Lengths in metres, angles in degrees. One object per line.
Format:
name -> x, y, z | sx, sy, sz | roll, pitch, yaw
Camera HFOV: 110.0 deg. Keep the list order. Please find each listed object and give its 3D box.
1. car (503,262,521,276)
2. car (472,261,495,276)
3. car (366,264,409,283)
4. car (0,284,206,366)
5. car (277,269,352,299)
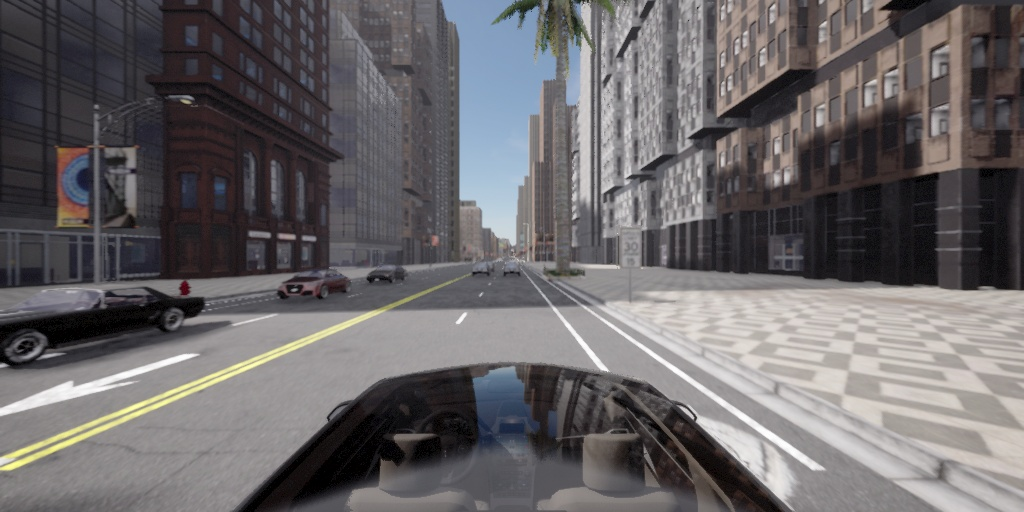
car -> -0.003, 1.400, 38.645 | 2.033, 1.411, 5.357 | 0, 0, 0
car -> -3.253, 1.400, 38.645 | 2.033, 1.411, 5.357 | 0, 0, 0
car -> -9.846, 1.365, 28.816 | 2.033, 1.411, 5.357 | 0, 0, 0
car -> -9.850, 1.365, 8.168 | 1.895, 1.301, 4.718 | 0, 0, 0
car -> -9.858, 1.352, 18.204 | 1.994, 1.385, 4.181 | 0, 0, -1
